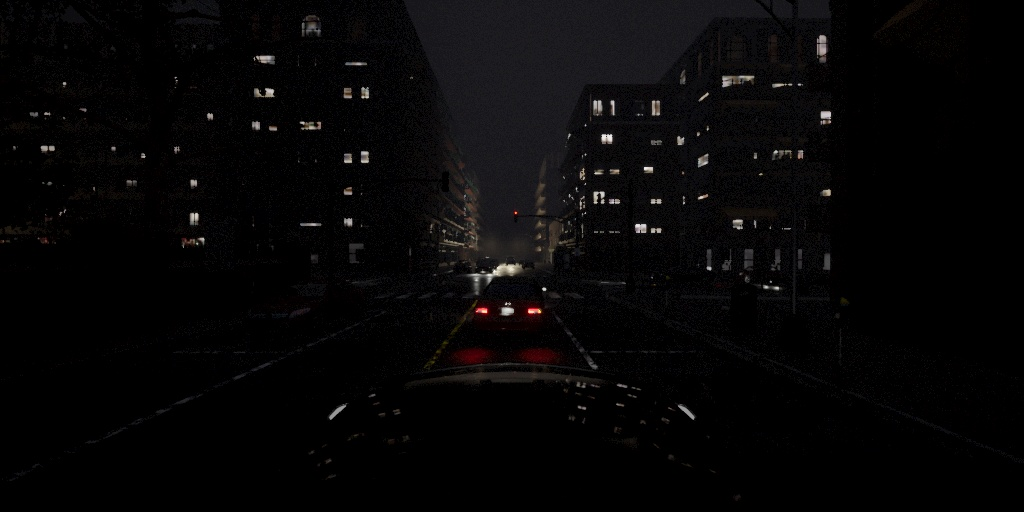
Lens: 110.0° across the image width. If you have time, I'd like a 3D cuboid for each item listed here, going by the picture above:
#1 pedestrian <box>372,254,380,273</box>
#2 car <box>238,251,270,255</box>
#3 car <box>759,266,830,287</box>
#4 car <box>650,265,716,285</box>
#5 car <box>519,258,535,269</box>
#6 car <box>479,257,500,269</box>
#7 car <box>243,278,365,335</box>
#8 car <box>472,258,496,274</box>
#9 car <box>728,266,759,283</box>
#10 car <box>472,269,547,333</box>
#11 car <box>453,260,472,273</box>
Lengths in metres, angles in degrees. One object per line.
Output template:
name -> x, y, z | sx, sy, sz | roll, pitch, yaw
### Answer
pedestrian -> -12.824, 0.652, 33.854 | 0.375, 1.860, 0.375 | 0, -1, -1
car -> -17.618, 0.694, 25.043 | 5.566, 2.045, 2.150 | 1, 0, -1
car -> 23.484, 1.731, 28.896 | 5.357, 1.411, 2.033 | 1, 0, -1
car -> 13.675, 1.501, 28.736 | 4.902, 1.511, 2.128 | 1, 0, -1
car -> 2.507, 1.299, 54.188 | 2.007, 1.370, 4.403 | 0, 0, 0
car -> -3.273, 1.100, 52.108 | 2.097, 1.767, 4.553 | 0, 0, 0
car -> -5.717, 1.331, 10.475 | 1.802, 1.307, 4.207 | 0, 0, 0
car -> -3.244, 1.274, 42.218 | 1.812, 1.442, 4.674 | 0, 0, 0
car -> 21.277, 1.570, 31.419 | 4.097, 1.591, 1.967 | 0, 0, -1
car -> 0.048, 1.297, 10.692 | 2.033, 1.411, 5.357 | 0, 0, 3
car -> -5.833, 1.188, 42.886 | 1.967, 1.591, 4.097 | 0, 0, 0
